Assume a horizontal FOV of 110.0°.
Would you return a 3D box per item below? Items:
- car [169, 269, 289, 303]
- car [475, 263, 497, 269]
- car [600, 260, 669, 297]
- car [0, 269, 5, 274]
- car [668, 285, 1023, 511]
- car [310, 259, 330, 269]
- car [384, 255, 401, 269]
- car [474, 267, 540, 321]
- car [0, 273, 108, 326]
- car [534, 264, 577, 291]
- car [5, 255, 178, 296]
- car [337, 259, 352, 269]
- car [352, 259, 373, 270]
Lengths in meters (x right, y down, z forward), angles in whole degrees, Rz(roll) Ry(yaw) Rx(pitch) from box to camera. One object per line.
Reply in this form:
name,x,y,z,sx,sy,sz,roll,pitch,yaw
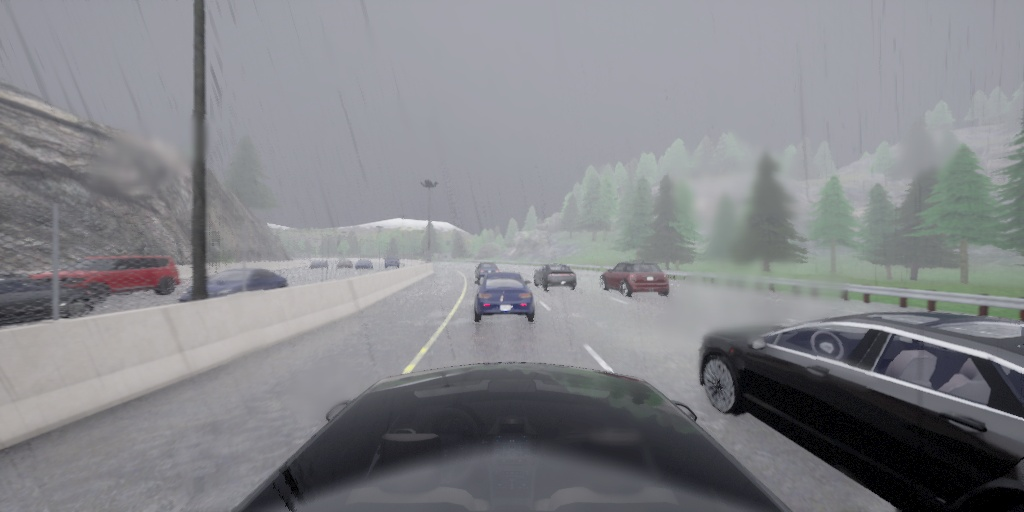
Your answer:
car,-11.186,1.278,14.923,1.812,1.442,4.674,0,0,-5
car,-2.137,1.262,30.546,2.033,1.411,5.357,0,0,-9
car,6.239,1.067,18.754,2.097,1.767,4.553,0,0,-5
car,-21.648,1.264,14.101,2.128,1.511,4.902,0,0,-5
car,3.521,1.233,3.065,2.128,1.511,4.902,0,0,-1
car,-29.155,1.256,54.478,1.812,1.442,4.674,0,0,-16
car,-18.764,0.929,56.374,2.150,2.045,5.566,0,0,-16
car,-0.310,1.262,12.248,1.812,1.442,4.674,0,0,-3
car,-14.387,1.329,9.778,1.994,1.385,4.181,0,0,-3
car,2.479,1.210,21.478,2.128,1.511,4.902,0,0,-6
car,-18.309,0.984,16.470,2.150,2.045,5.566,0,0,-5
car,-25.996,1.248,56.109,1.812,1.442,4.674,0,0,-16
car,-20.767,1.198,50.506,1.882,1.535,5.008,0,0,-15
